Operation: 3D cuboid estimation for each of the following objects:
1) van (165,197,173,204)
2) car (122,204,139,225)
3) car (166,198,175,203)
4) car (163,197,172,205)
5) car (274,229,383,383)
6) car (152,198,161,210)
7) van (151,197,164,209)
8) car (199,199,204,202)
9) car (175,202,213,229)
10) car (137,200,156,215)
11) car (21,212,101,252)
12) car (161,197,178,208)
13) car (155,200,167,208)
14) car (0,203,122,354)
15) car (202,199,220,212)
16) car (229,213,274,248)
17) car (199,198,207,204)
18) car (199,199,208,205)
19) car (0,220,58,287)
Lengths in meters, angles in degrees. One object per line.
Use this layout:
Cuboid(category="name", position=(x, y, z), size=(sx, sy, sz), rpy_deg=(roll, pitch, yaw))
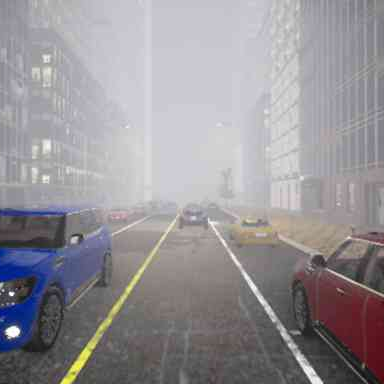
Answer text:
Cuboid(category="van", position=(-5.704, 2.041, 83.456), size=(1.690, 1.788, 3.998), rpy_deg=(0, 0, 0))
Cuboid(category="car", position=(-5.693, 1.815, 26.532), size=(1.802, 1.307, 4.206), rpy_deg=(0, 0, 0))
Cuboid(category="car", position=(-5.706, 2.311, 89.147), size=(1.947, 1.339, 4.313), rpy_deg=(0, 0, 0))
Cuboid(category="car", position=(-5.703, 2.095, 77.762), size=(1.967, 1.590, 4.097), rpy_deg=(0, 0, 0))
Cuboid(category="car", position=(2.694, 1.350, 3.758), size=(2.192, 1.841, 5.009), rpy_deg=(0, -1, 0))
Cuboid(category="car", position=(-5.698, 1.970, 49.302), size=(1.887, 1.381, 4.507), rpy_deg=(0, 0, 0))
Cuboid(category="van", position=(-5.698, 1.813, 54.996), size=(1.690, 1.788, 3.998), rpy_deg=(0, 0, 0))
Cuboid(category="car", position=(0.091, 1.923, 41.325), size=(1.994, 1.385, 4.181), rpy_deg=(0, 0, 0))
Cuboid(category="car", position=(0.095, 1.711, 23.404), size=(2.163, 1.488, 4.792), rpy_deg=(0, 0, 0))
Cuboid(category="car", position=(-5.696, 1.881, 37.918), size=(2.008, 1.369, 4.403), rpy_deg=(0, 0, 0))
Cuboid(category="car", position=(-5.691, 1.701, 15.150), size=(1.947, 1.339, 4.313), rpy_deg=(0, -1, 0))
Cuboid(category="car", position=(-3.011, 1.686, 48.166), size=(1.994, 1.385, 4.181), rpy_deg=(0, 0, 0))
Cuboid(category="car", position=(-5.700, 2.100, 60.686), size=(1.802, 1.307, 4.206), rpy_deg=(0, 0, 0))
Cuboid(category="car", position=(-3.100, 1.280, 6.568), size=(2.150, 2.045, 5.566), rpy_deg=(0, 0, 0))
Cuboid(category="car", position=(2.684, 1.944, 43.599), size=(1.947, 1.339, 4.313), rpy_deg=(0, 0, 0))
Cuboid(category="car", position=(2.690, 1.663, 15.309), size=(1.752, 1.417, 4.829), rpy_deg=(0, -1, 0))
Cuboid(category="car", position=(2.676, 2.227, 83.612), size=(1.752, 1.417, 4.829), rpy_deg=(0, 0, 0))
Cuboid(category="car", position=(2.677, 2.238, 77.749), size=(1.802, 1.307, 4.206), rpy_deg=(0, 0, 0))
Cuboid(category="car", position=(-5.689, 1.636, 9.458), size=(2.008, 1.369, 4.403), rpy_deg=(0, -1, 0))
